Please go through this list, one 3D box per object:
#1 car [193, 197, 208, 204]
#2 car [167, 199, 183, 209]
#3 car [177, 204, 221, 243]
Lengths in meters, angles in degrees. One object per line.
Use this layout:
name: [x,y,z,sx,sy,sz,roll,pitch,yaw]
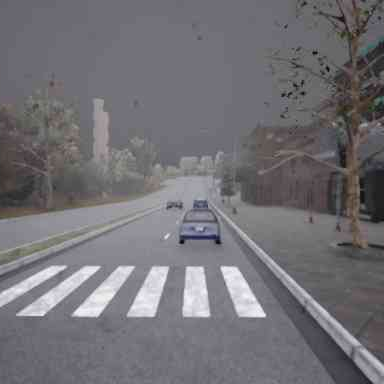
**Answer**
car: [1.131,1.427,43.798,1.882,1.535,5.008,0,0,1]
car: [-2.133,1.540,43.259,1.895,1.301,4.718,0,0,1]
car: [0.397,1.530,15.842,2.033,1.411,5.357,0,0,2]
